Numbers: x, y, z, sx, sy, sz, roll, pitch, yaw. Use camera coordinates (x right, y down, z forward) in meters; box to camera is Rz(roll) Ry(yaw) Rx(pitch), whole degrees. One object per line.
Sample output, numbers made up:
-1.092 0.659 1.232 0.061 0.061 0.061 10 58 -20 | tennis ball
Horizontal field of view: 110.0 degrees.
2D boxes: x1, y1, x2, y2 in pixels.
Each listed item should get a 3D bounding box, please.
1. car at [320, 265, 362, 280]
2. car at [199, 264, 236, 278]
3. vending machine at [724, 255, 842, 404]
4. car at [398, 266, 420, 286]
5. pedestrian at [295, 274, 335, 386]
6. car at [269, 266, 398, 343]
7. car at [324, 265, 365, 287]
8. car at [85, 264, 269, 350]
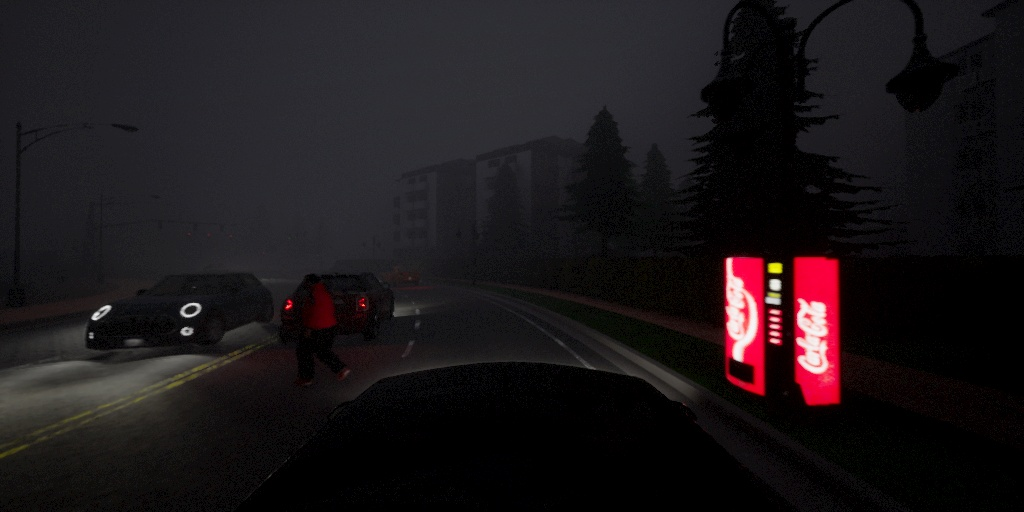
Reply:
-18.594 1.744 38.884 5.357 1.411 2.033 -1 -1 39 | car
-34.579 1.700 42.075 4.902 1.511 2.128 -1 -1 36 | car
3.751 0.976 5.058 1.100 2.100 0.880 0 0 -5 | vending machine
-8.895 1.540 28.393 1.882 1.535 5.008 0 -1 -34 | car
-3.126 1.094 5.708 0.375 1.860 0.375 0 -1 -7 | pedestrian
-4.711 1.206 10.326 2.097 1.767 4.553 0 -1 -11 | car
-13.597 1.554 28.931 1.882 1.535 5.008 1 -1 -37 | car
-8.283 1.203 9.519 2.097 1.767 4.553 0 -1 -14 | car
